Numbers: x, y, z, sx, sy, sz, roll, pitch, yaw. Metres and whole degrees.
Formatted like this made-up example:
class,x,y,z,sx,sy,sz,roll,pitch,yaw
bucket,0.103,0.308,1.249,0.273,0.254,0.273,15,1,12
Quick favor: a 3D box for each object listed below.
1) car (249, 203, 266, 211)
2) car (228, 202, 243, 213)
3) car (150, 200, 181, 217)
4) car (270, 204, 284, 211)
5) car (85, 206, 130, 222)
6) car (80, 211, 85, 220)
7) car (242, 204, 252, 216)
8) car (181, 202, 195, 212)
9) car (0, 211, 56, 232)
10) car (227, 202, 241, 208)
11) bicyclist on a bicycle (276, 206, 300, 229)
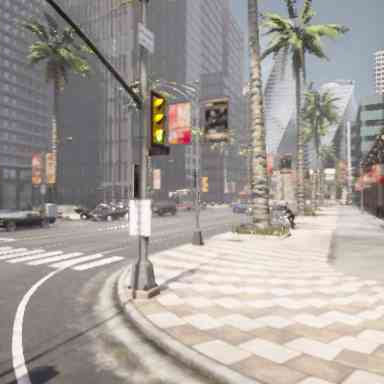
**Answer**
class,x,y,z,sx,sy,sz,roll,pitch,yaw
car,12.205,2.755,62.115,2.128,1.511,4.902,0,-1,24
car,7.626,2.575,51.634,1.812,1.442,4.674,0,-1,24
car,-3.940,2.093,43.376,2.150,2.045,5.566,0,-1,24
car,15.574,2.810,61.088,1.994,1.385,4.181,0,-1,24
car,-8.204,2.182,33.901,1.837,1.490,4.892,0,-1,24
car,-10.280,2.247,36.828,2.161,1.482,4.786,0,-1,24
car,8.722,2.451,45.457,1.812,1.442,4.674,0,-1,24
car,-1.234,2.498,56.807,2.185,1.767,4.553,0,-1,24
car,-12.458,2.084,24.429,1.895,1.301,4.718,0,-1,24
car,10.513,3.177,83.722,2.231,1.521,4.892,0,-1,24
bicyclist on a bicycle,6.614,1.774,23.009,1.656,1.620,0.582,-1,-1,24
